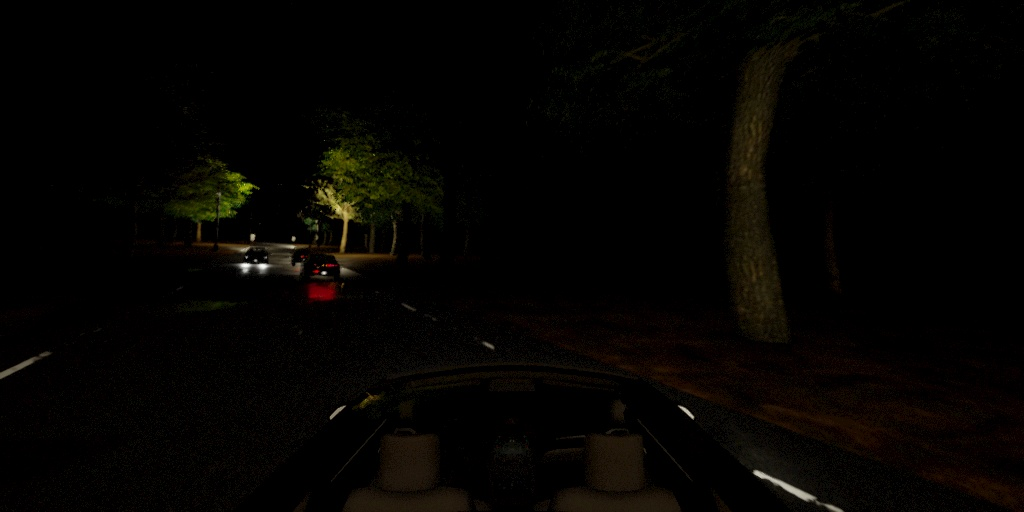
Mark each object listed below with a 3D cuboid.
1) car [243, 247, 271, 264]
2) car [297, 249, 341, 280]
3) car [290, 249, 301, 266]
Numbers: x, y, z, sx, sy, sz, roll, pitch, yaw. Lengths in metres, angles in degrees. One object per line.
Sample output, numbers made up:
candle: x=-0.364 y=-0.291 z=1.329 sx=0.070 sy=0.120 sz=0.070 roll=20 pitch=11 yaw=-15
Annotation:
car: x=-23.049 y=-0.078 z=32.462 sx=2.033 sy=1.411 sz=5.357 roll=3 pitch=0 yaw=-34
car: x=-11.598 y=0.594 z=21.658 sx=1.837 sy=1.490 sz=4.892 roll=3 pitch=0 yaw=-34
car: x=-19.226 y=0.113 z=33.080 sx=1.837 sy=1.490 sz=4.892 roll=3 pitch=1 yaw=-33
